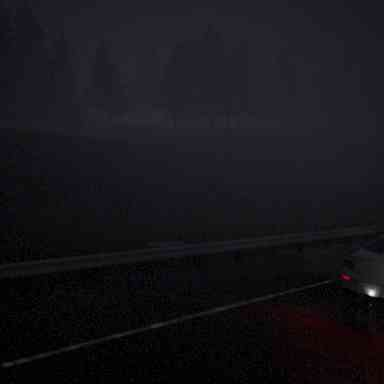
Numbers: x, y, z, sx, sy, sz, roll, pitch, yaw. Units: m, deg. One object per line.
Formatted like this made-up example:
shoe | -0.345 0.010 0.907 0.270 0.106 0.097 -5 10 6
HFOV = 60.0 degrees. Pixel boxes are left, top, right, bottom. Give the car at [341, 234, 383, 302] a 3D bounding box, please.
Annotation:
car | 5.069 1.518 7.119 4.674 1.442 1.812 0 0 -34
